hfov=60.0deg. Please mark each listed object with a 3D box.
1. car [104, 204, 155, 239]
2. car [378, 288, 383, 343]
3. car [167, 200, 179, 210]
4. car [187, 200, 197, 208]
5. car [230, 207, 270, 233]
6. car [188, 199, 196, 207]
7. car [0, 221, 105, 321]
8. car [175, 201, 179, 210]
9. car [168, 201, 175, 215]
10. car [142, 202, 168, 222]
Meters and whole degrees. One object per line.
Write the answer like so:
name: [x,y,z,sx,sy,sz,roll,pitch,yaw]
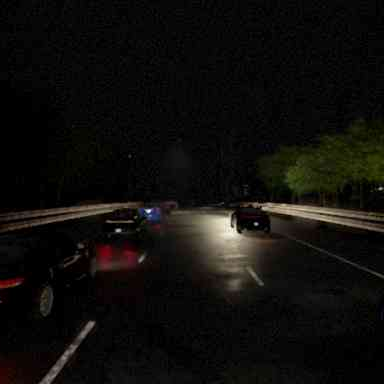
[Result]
car: [-3.512,1.653,18.275,2.128,1.511,4.902,0,-1,0]
car: [3.598,1.503,2.769,1.882,1.535,5.008,0,0,0]
car: [-3.543,2.412,62.259,2.097,1.767,4.553,0,-2,0]
car: [-0.048,2.676,70.438,1.812,1.442,4.674,0,-2,0]
car: [3.586,1.666,21.103,1.882,1.535,5.008,0,-1,0]
car: [-0.063,3.141,91.690,2.150,2.045,5.566,0,-2,0]
car: [-3.505,1.590,7.271,1.812,1.442,4.674,0,0,0]
car: [-3.535,2.248,51.287,2.128,1.511,4.902,0,-2,0]
car: [-3.528,1.997,40.315,2.163,1.488,4.792,0,-1,0]
car: [-3.520,1.646,29.253,2.097,1.767,4.553,0,-1,0]
